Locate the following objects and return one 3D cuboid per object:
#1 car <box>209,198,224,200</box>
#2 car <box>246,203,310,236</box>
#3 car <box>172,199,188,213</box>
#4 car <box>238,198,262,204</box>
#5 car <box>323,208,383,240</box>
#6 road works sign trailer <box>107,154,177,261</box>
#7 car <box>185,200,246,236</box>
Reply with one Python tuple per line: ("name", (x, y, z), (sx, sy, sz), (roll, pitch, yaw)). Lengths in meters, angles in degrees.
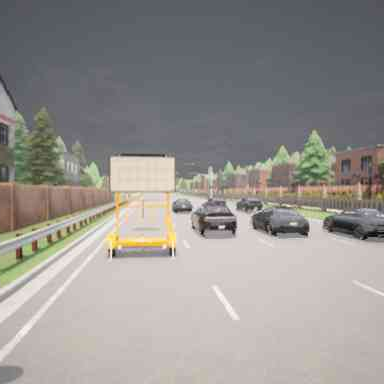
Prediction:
("car", (2.499, 1.367, 34.949), (1.837, 1.490, 4.892), (0, -1, -7))
("car", (4.634, 1.495, 18.008), (1.994, 1.385, 4.181), (0, 0, -7))
("car", (-1.058, 1.427, 35.193), (1.994, 1.385, 4.181), (0, 0, -7))
("car", (6.004, 1.366, 35.142), (1.837, 1.490, 4.892), (0, -1, -7))
("car", (8.343, 1.501, 16.572), (1.994, 1.385, 4.181), (0, 0, -7))
("road works sign trailer", (-1.787, 0.417, 12.176), (2.380, 3.560, 2.880), (0, 0, -7))
("car", (1.095, 1.421, 18.102), (2.128, 1.511, 4.902), (0, 0, -7))
